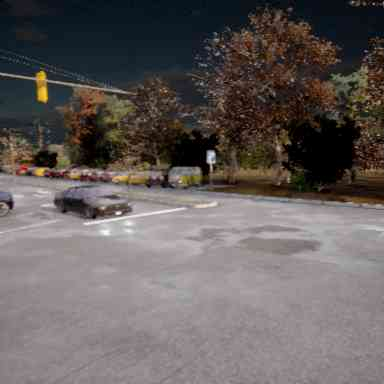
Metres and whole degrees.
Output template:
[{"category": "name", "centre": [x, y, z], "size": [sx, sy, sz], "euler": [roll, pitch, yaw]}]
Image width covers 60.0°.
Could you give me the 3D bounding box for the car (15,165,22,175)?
[{"category": "car", "centre": [-31.880, -4.172, 66.699], "size": [1.946, 1.575, 5.366], "euler": [3, 6, 31]}]

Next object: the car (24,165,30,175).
[{"category": "car", "centre": [-28.067, -3.910, 62.227], "size": [2.185, 1.767, 4.553], "euler": [2, 6, 31]}]

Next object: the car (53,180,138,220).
[{"category": "car", "centre": [-5.160, 0.404, 16.753], "size": [2.033, 1.411, 5.357], "euler": [-6, 8, -44]}]

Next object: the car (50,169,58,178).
[{"category": "car", "centre": [-18.531, -2.815, 50.954], "size": [2.097, 1.535, 5.008], "euler": [2, 6, 29]}]

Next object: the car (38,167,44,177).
[{"category": "car", "centre": [-22.359, -3.173, 55.480], "size": [2.163, 1.488, 4.792], "euler": [2, 6, 30]}]

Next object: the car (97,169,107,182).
[{"category": "car", "centre": [-8.678, -1.835, 39.945], "size": [2.002, 1.452, 4.674], "euler": [2, 6, 28]}]

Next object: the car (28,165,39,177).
[{"category": "car", "centre": [-26.175, -3.590, 59.975], "size": [2.097, 1.535, 5.008], "euler": [2, 6, 31]}]

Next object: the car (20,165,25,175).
[{"category": "car", "centre": [-29.928, -3.984, 64.555], "size": [2.231, 1.521, 4.892], "euler": [2, 6, 31]}]

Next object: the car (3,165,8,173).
[{"category": "car", "centre": [-39.310, -4.973, 75.963], "size": [1.946, 1.575, 5.366], "euler": [3, 6, 31]}]

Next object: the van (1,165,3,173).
[{"category": "van", "centre": [-42.984, -5.602, 80.641], "size": [1.878, 1.987, 4.442], "euler": [3, 6, 31]}]

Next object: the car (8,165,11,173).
[{"category": "car", "centre": [-37.347, -4.758, 73.834], "size": [2.163, 1.488, 4.792], "euler": [3, 6, 31]}]

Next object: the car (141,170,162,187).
[{"category": "car", "centre": [-2.629, -1.451, 33.432], "size": [2.185, 1.767, 4.553], "euler": [2, 6, 27]}]

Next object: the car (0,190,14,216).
[{"category": "car", "centre": [-10.757, 0.590, 15.377], "size": [2.163, 1.488, 4.792], "euler": [2, 7, 25]}]

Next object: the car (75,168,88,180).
[{"category": "car", "centre": [-12.673, -2.370, 44.275], "size": [2.185, 1.767, 4.553], "euler": [2, 6, 28]}]

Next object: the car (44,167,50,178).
[{"category": "car", "centre": [-20.466, -2.974, 53.168], "size": [2.163, 1.488, 4.792], "euler": [3, 6, 30]}]

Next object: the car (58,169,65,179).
[{"category": "car", "centre": [-16.563, -2.751, 48.745], "size": [2.185, 1.767, 4.553], "euler": [3, 6, 29]}]

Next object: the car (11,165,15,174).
[{"category": "car", "centre": [-33.638, -4.637, 69.172], "size": [2.435, 2.045, 5.566], "euler": [3, 6, 31]}]

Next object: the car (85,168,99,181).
[{"category": "car", "centre": [-10.675, -2.020, 42.123], "size": [2.002, 1.452, 4.674], "euler": [2, 6, 28]}]

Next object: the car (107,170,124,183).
[{"category": "car", "centre": [-6.747, -1.680, 37.608], "size": [1.946, 1.575, 5.366], "euler": [3, 6, 27]}]

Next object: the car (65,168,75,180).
[{"category": "car", "centre": [-14.539, -2.453, 46.680], "size": [1.946, 1.575, 5.366], "euler": [2, 6, 29]}]

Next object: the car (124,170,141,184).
[{"category": "car", "centre": [-4.562, -1.527, 35.782], "size": [1.946, 1.575, 5.366], "euler": [2, 6, 27]}]

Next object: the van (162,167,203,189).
[{"category": "van", "centre": [-0.616, -1.364, 31.216], "size": [1.878, 1.987, 4.442], "euler": [3, 6, 26]}]
